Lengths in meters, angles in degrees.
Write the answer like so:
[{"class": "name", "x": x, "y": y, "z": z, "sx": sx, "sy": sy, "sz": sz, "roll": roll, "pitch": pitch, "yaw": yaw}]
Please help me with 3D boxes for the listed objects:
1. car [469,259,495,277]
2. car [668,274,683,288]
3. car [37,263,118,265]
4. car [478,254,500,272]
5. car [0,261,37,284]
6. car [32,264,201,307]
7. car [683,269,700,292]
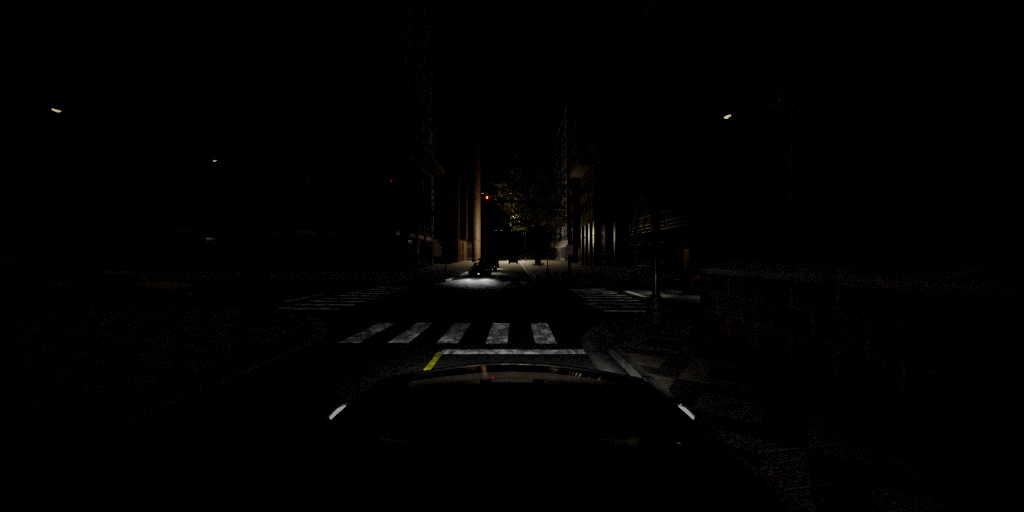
[{"class": "car", "x": -2.997, "y": 1.275, "z": 34.437, "sx": 1.895, "sy": 1.301, "sz": 4.718, "roll": 0, "pitch": 0, "yaw": 0}, {"class": "car", "x": 11.988, "y": 1.381, "z": 22.148, "sx": 4.403, "sy": 1.370, "sz": 2.007, "roll": 0, "pitch": 0, "yaw": 1}, {"class": "car", "x": -26.245, "y": 1.065, "z": 22.494, "sx": 4.313, "sy": 1.339, "sz": 1.948, "roll": 0, "pitch": 0, "yaw": 1}, {"class": "car", "x": -2.968, "y": 0.831, "z": 44.359, "sx": 2.150, "sy": 2.045, "sz": 5.566, "roll": 0, "pitch": 0, "yaw": -1}, {"class": "car", "x": -31.863, "y": 0.974, "z": 22.545, "sx": 4.507, "sy": 1.381, "sz": 1.888, "roll": 0, "pitch": 0, "yaw": 1}, {"class": "car", "x": -14.902, "y": 1.146, "z": 13.866, "sx": 4.829, "sy": 1.417, "sz": 1.751, "roll": 0, "pitch": 0, "yaw": 1}, {"class": "car", "x": 12.419, "y": 1.311, "z": 19.481, "sx": 5.008, "sy": 1.535, "sz": 1.882, "roll": 0, "pitch": 0, "yaw": 1}]
